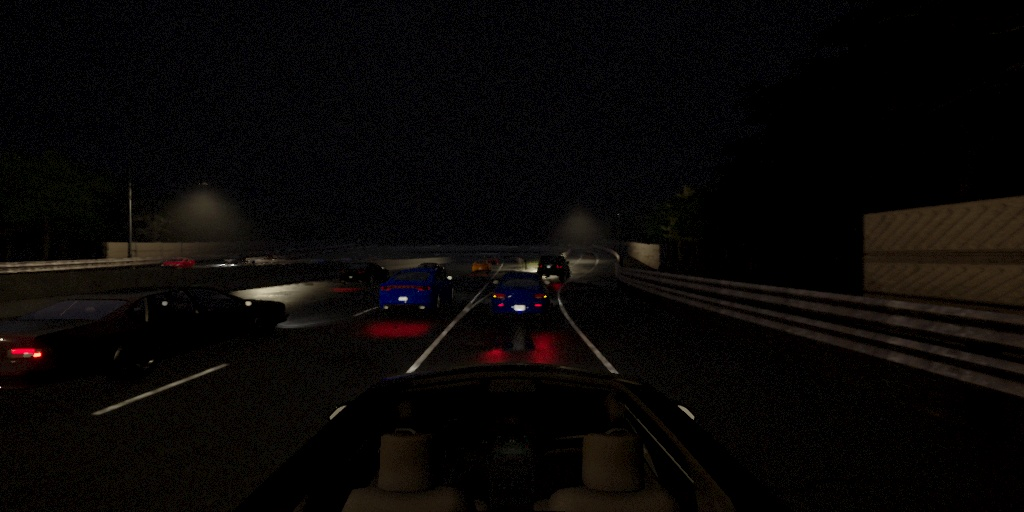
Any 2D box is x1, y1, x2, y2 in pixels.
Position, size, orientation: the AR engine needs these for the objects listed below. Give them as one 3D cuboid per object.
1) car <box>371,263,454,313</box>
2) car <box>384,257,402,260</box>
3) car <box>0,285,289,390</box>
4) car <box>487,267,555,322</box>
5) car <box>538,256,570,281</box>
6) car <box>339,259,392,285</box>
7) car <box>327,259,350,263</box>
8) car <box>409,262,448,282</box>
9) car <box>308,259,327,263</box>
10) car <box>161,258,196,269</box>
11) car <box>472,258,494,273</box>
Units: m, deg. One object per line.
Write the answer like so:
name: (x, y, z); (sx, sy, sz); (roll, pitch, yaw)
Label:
car: (-3.494, 1.218, 13.964); (1.882, 1.535, 5.008); (0, 0, 0)
car: (-21.201, 0.977, 61.758); (2.097, 1.767, 4.553); (0, 0, 0)
car: (-6.896, 1.293, 7.103); (2.033, 1.411, 5.357); (0, 0, 0)
car: (0.316, 1.267, 12.222); (1.812, 1.442, 4.674); (0, 0, 3)
car: (3.715, 1.009, 31.321); (2.150, 2.045, 5.566); (1, -1, 17)
car: (-10.398, 1.207, 25.604); (1.882, 1.535, 5.008); (0, 0, 0)
car: (-21.145, 1.189, 45.814); (1.882, 1.535, 5.008); (0, 0, 0)
car: (-6.904, 1.273, 30.287); (2.033, 1.411, 5.357); (0, 0, 0)
car: (-24.642, 1.189, 45.760); (1.882, 1.535, 5.008); (0, 0, 0)
car: (-39.756, 0.960, 42.900); (1.812, 1.442, 4.674); (0, 1, -19)
car: (-3.545, 1.195, 42.433); (1.882, 1.535, 5.008); (0, 0, 0)
